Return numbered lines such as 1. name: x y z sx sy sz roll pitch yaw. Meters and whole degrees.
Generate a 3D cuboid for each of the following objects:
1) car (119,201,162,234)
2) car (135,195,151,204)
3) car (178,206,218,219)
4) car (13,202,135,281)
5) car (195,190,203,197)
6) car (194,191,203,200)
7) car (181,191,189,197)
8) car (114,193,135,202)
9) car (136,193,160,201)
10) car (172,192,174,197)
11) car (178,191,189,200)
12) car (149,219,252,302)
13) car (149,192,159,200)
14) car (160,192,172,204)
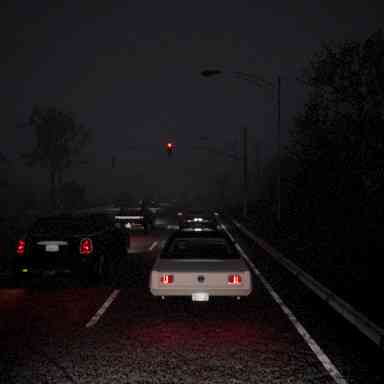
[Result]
1. car: -3.187 1.491 19.053 2.128 1.511 4.902 0 0 0
2. car: -9.328 1.469 63.305 2.128 1.511 4.902 0 1 2
3. car: 0.319 1.504 17.464 1.837 1.490 4.892 0 0 1
4. car: -3.295 1.353 10.040 2.097 1.767 4.553 0 0 1
5. car: 1.747 0.367 86.338 1.994 1.385 4.181 0 3 1
6. car: 1.512 1.037 75.921 2.128 1.511 4.902 0 3 1
7. car: -1.751 0.408 86.449 1.895 1.301 4.718 0 3 1
8. car: -9.699 1.220 48.223 2.150 2.045 5.566 0 0 2
9. car: -6.219 1.350 47.751 2.097 1.767 4.553 0 0 1
10. car: -5.396 0.769 80.057 1.882 1.535 5.008 0 3 1
11. car: -1.987 0.735 76.015 2.150 2.045 5.566 0 3 1
12. car: 0.178 1.601 8.211 1.895 1.301 4.718 0 0 0
13. car: -8.932 0.908 78.508 1.812 1.442 4.674 0 3 1
14. car: -5.776 1.174 64.973 2.150 2.045 5.566 0 1 2
